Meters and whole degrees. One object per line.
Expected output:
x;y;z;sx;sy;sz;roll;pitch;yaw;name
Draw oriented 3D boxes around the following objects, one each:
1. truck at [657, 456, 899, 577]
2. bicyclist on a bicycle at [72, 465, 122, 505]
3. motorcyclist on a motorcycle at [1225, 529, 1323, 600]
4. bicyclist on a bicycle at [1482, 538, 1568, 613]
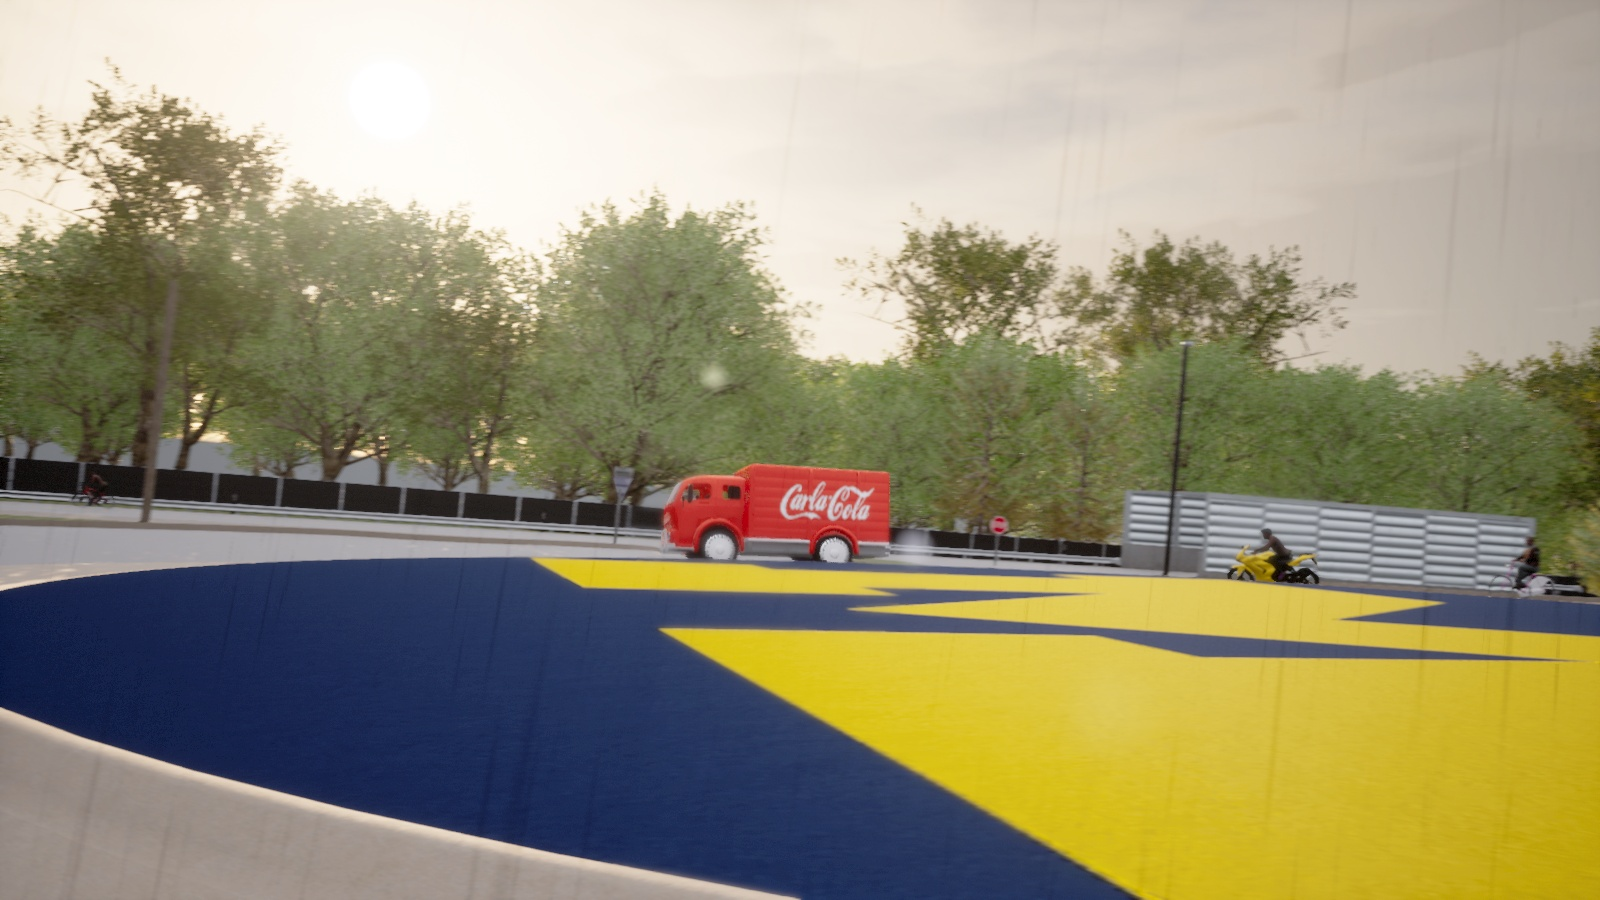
-0.575;1.659;29.819;5.204;2.467;2.627;4;-7;-13;truck
-30.426;1.513;54.361;1.656;1.620;0.582;5;-2;-18;bicyclist on a bicycle
10.915;2.631;28.904;2.044;1.523;0.797;0;-7;25;motorcyclist on a motorcycle
18.823;3.253;32.610;1.843;1.776;0.659;5;-3;-5;bicyclist on a bicycle
